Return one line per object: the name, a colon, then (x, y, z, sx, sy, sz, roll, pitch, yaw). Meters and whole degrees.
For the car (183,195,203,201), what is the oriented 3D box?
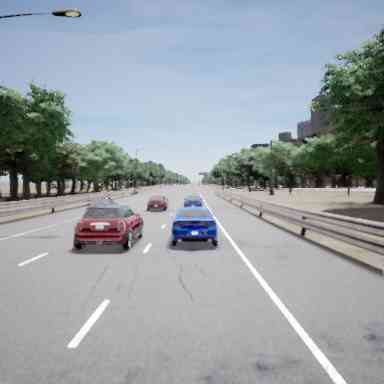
car: (0.110, 1.044, 33.491, 1.812, 1.442, 4.674, 0, 2, 0)

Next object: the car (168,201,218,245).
car: (0.105, 1.410, 15.298, 1.882, 1.535, 5.008, 0, 1, 0)

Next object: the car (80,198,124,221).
car: (-6.891, 1.275, 26.171, 2.033, 1.411, 5.357, 0, 1, 0)

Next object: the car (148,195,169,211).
car: (-3.391, 1.044, 33.497, 1.812, 1.442, 4.674, 0, 2, 0)

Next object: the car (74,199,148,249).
car: (-3.395, 1.297, 14.382, 2.097, 1.767, 4.553, 0, 1, 0)
